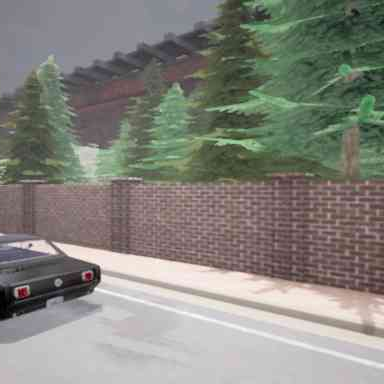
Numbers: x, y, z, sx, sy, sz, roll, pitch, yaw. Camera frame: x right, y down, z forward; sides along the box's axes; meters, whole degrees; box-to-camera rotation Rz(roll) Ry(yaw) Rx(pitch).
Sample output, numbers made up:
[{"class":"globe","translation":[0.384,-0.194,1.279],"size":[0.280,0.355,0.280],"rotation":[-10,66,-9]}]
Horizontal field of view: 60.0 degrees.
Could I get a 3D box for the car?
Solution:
[{"class":"car","translation":[-4.117,1.560,6.910],"size":[4.718,1.301,1.895],"rotation":[0,0,36]}]
